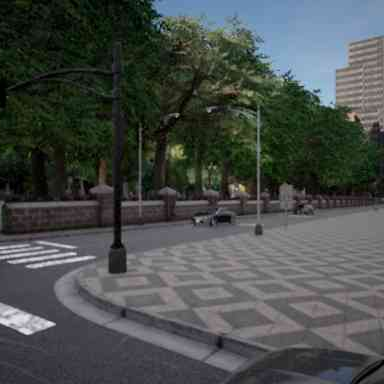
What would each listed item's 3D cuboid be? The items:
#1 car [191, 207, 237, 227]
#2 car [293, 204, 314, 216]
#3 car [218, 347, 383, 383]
[{"bbox_3d":[1.844,1.937,26.855,2.128,1.511,4.902,0,-1,35],"label":"car"},{"bbox_3d":[15.520,2.451,46.100,1.837,1.490,4.892,0,-2,36],"label":"car"},{"bbox_3d":[2.009,1.554,1.531,4.403,1.369,2.008,0,0,36],"label":"car"}]
